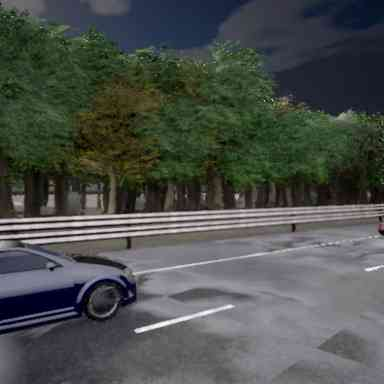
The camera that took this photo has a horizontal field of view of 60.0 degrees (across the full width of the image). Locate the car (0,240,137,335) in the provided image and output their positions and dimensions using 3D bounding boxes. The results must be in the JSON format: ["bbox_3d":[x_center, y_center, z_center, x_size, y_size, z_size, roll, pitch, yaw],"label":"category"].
[{"bbox_3d":[-3.099,1.565,5.835,4.181,1.385,1.994,0,0,-35],"label":"car"}]

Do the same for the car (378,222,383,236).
[{"bbox_3d":[10.878,1.637,15.801,4.718,1.301,1.895,0,0,-35],"label":"car"}]
